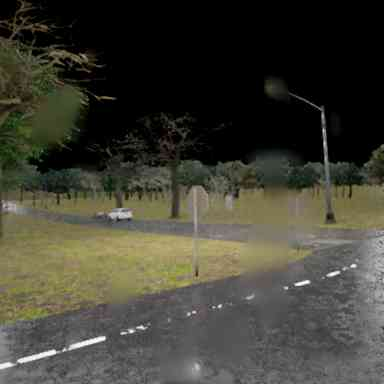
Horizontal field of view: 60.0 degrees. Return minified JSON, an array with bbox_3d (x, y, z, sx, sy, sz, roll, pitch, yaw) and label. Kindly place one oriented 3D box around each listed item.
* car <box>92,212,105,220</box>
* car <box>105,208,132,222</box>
[{"bbox_3d":[-16.868,4.316,60.952,1.812,1.442,4.674,-2,-1,-35],"label":"car"},{"bbox_3d":[-11.497,3.619,53.169,2.150,2.045,5.566,-2,-1,-34],"label":"car"}]
